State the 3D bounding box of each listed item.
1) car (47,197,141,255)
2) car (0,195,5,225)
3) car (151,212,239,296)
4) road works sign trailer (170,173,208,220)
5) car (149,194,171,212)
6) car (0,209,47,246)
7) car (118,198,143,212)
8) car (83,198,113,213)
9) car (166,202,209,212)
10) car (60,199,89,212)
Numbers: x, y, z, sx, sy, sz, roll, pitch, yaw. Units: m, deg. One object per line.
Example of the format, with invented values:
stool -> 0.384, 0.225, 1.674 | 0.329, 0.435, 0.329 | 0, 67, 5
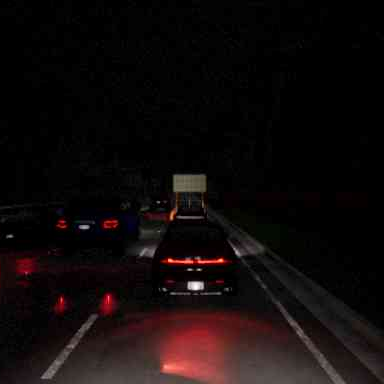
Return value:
car -> -3.477, 1.220, 13.349 | 2.150, 2.045, 5.566 | 0, 0, 0
car -> -14.035, 1.218, 20.336 | 2.150, 2.045, 5.566 | 0, 0, 0
car -> 0.053, 1.504, 8.639 | 1.837, 1.490, 4.892 | 0, 0, 0
road works sign trailer -> -0.170, 0.462, 22.895 | 2.380, 3.560, 2.880 | 0, 0, -3
car -> -3.684, 1.215, 38.830 | 2.150, 2.045, 5.566 | 0, 0, 0
car -> -6.993, 1.524, 15.125 | 1.812, 1.442, 4.674 | 0, 0, 0
car -> -7.188, 1.486, 39.311 | 2.128, 1.511, 4.902 | 0, 0, 0
car -> -10.679, 1.486, 38.275 | 2.128, 1.511, 4.902 | 0, 0, 0
car -> -0.045, 1.486, 19.025 | 2.128, 1.511, 4.902 | 1, 0, 1
car -> -14.199, 1.597, 40.573 | 1.895, 1.301, 4.718 | 0, 0, 0
